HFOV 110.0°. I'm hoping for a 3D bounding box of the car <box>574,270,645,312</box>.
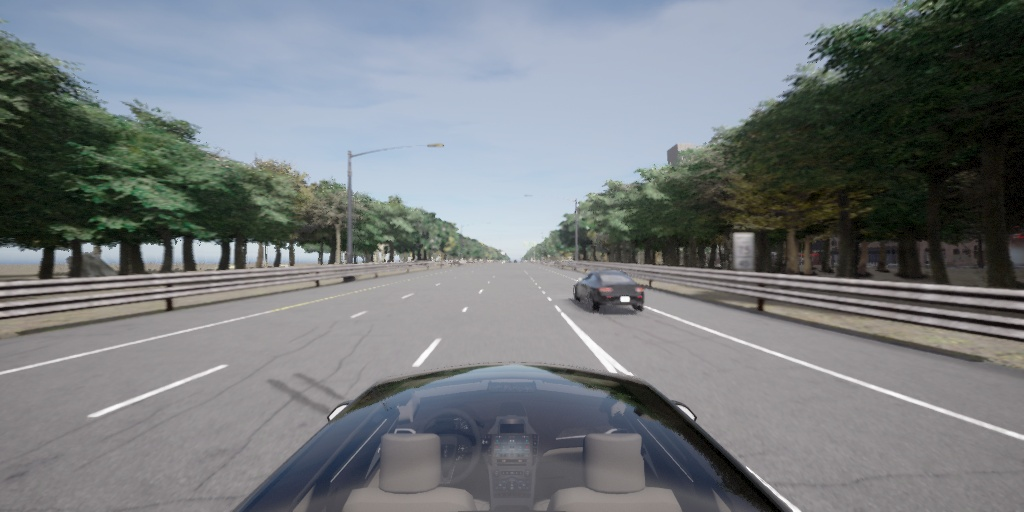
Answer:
[{"bbox_3d":[3.707,1.275,14.203,1.812,1.442,4.674,0,0,-1],"label":"car"}]
